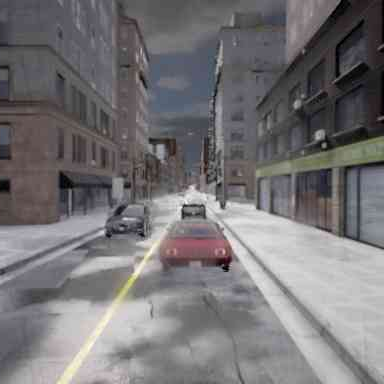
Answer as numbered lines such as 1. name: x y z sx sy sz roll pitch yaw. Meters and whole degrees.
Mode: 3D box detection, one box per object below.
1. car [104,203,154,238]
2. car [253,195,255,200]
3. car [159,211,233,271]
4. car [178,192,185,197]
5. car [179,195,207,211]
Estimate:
1. car: -3.069 1.356 16.932 1.837 1.490 4.892 0 0 0
2. car: 12.168 0.648 52.435 5.009 1.841 2.192 -1 2 0
3. car: 0.108 1.509 10.536 1.895 1.301 4.718 0 1 0
4. car: -2.847 0.711 94.133 1.812 1.442 4.674 0 0 0
5. car: 0.130 1.264 25.663 2.128 1.511 4.902 0 1 0
